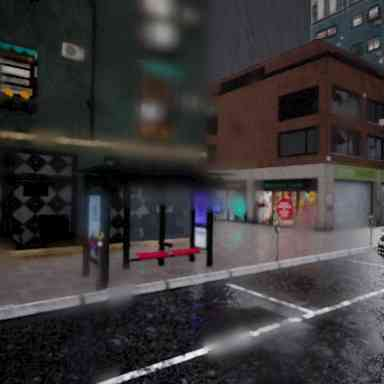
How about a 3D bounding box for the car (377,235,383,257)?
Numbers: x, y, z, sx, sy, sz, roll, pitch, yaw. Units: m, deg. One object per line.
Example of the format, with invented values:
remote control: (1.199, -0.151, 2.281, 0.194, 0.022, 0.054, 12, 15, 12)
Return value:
car: (8.435, 1.687, 12.110, 4.403, 1.369, 2.008, 1, 0, -35)
